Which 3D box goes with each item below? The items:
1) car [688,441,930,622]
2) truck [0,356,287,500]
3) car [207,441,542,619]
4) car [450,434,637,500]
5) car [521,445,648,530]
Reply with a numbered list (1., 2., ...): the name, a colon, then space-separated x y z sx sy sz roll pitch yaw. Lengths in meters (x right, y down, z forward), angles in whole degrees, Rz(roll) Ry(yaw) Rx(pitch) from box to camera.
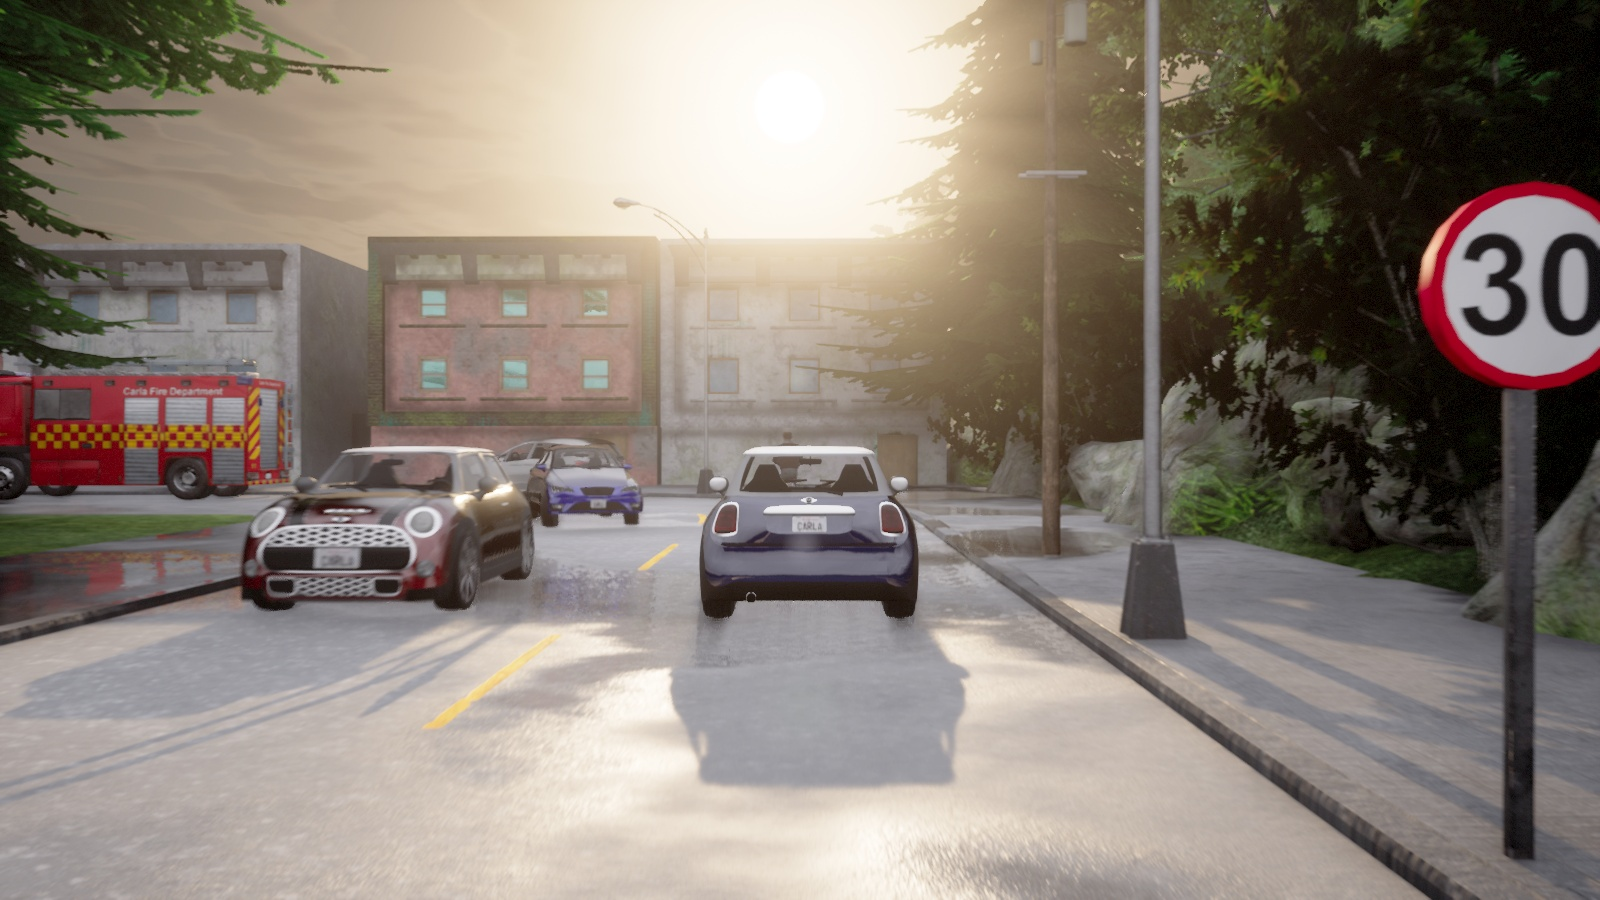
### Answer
1. car: 0.084 0.656 12.126 1.970 1.475 3.806 0 0 0
2. truck: -19.121 -0.593 34.974 8.468 3.827 2.891 0 0 1
3. car: -3.914 0.652 12.294 1.970 1.475 3.806 0 0 0
4. car: -6.930 0.430 33.854 4.611 1.667 2.242 0 0 30
5. car: -4.204 0.647 23.983 1.816 1.474 4.193 0 0 -18
